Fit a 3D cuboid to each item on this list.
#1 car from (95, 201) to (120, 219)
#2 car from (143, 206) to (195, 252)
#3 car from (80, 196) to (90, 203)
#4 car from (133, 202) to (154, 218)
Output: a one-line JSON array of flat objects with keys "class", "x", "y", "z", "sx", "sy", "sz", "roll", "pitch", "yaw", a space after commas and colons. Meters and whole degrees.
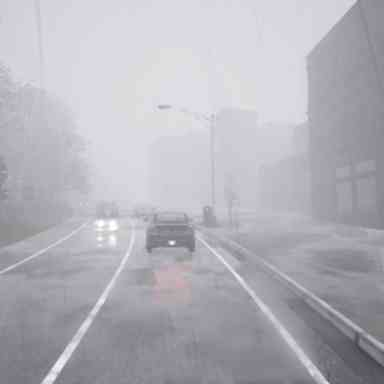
[{"class": "car", "x": -7.473, "y": 1.522, "z": 29.421, "sx": 2.128, "sy": 1.511, "sz": 4.902, "roll": 1, "pitch": 0, "yaw": -15}, {"class": "car", "x": -0.977, "y": 1.541, "z": 14.117, "sx": 1.837, "sy": 1.490, "sz": 4.892, "roll": 1, "pitch": 0, "yaw": -7}, {"class": "car", "x": -21.711, "y": 1.433, "z": 67.462, "sx": 1.895, "sy": 1.301, "sz": 4.718, "roll": 2, "pitch": 0, "yaw": -20}, {"class": "car", "x": -4.481, "y": 1.630, "z": 31.473, "sx": 1.812, "sy": 1.442, "sz": 4.674, "roll": 1, "pitch": 0, "yaw": -16}]
